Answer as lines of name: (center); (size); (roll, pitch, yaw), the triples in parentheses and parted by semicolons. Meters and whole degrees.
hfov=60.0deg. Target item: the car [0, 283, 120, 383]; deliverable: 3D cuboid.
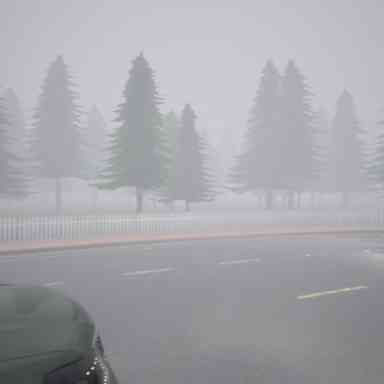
car: (-3.089, 1.199, 1.428); (5.566, 2.045, 2.150); (0, 0, -37)
